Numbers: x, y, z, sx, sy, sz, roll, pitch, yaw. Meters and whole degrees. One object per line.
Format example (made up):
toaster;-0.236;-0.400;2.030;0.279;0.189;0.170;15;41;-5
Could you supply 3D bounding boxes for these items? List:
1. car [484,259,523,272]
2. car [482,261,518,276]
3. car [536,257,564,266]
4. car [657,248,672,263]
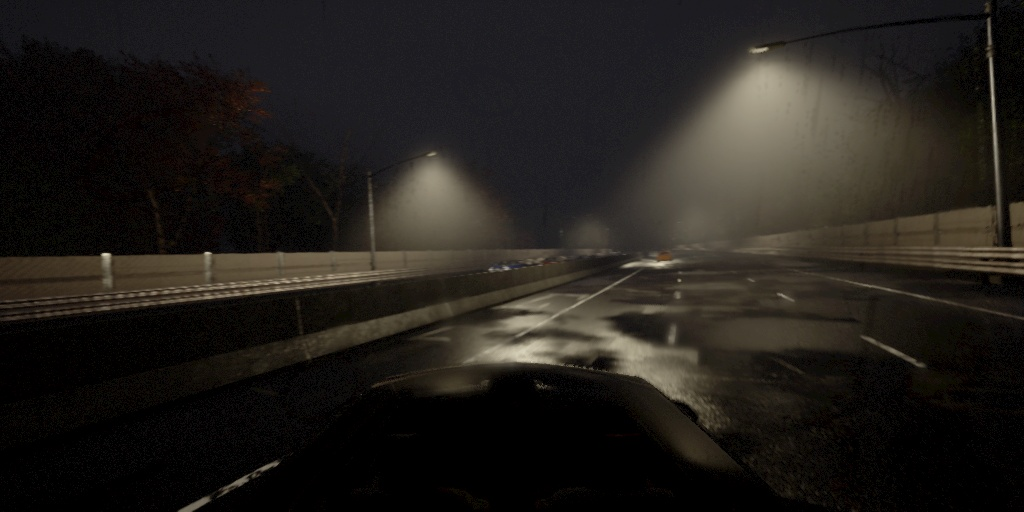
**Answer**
car;-0.521;1.175;36.354;2.097;1.767;4.553;-3;0;25
car;-1.332;1.423;42.831;2.033;1.411;5.357;-3;0;25
car;4.124;0.921;38.034;2.097;1.767;4.553;-3;0;25
car;21.611;0.114;50.764;1.882;1.535;5.008;-3;0;25
